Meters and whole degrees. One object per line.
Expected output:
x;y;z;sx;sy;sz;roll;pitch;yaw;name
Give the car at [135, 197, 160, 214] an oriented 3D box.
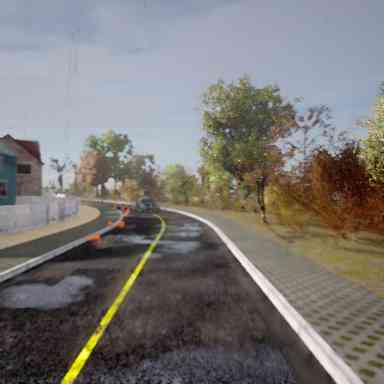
-4.929;1.396;36.440;2.097;1.767;4.553;0;0;-18;car
